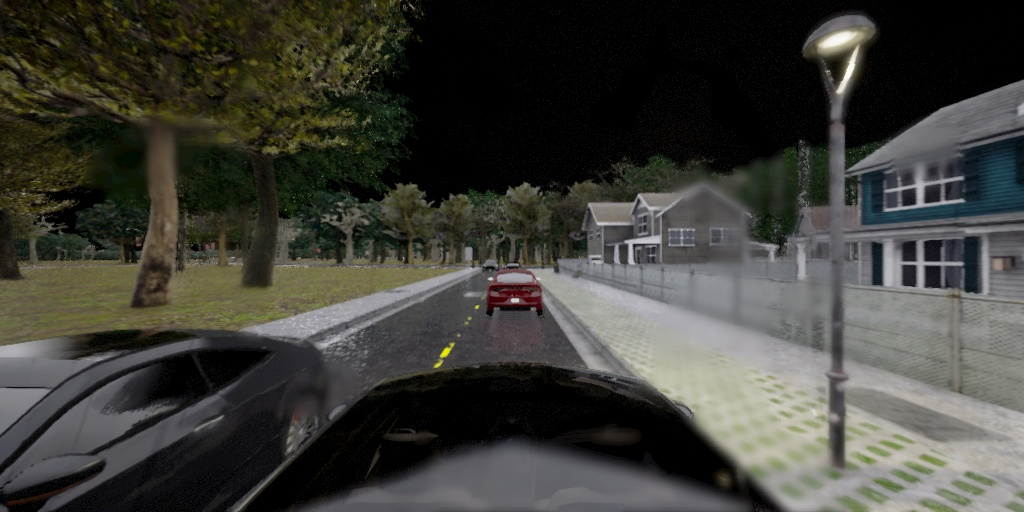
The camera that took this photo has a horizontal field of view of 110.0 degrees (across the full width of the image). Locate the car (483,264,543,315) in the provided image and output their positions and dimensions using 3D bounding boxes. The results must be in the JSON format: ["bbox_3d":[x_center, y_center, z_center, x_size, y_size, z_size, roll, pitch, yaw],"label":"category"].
[{"bbox_3d":[0.098,1.245,13.726,1.882,1.535,5.008,0,0,0],"label":"car"}]

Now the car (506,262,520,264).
[{"bbox_3d":[0.098,1.310,33.319,1.837,1.490,4.892,0,0,0],"label":"car"}]

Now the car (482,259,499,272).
[{"bbox_3d":[-2.753,1.208,47.433,2.097,1.767,4.553,0,0,0],"label":"car"}]

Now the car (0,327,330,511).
[{"bbox_3d":[-2.852,1.276,2.083,1.812,1.442,4.674,0,0,0],"label":"car"}]
